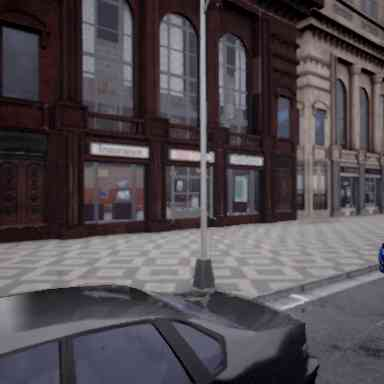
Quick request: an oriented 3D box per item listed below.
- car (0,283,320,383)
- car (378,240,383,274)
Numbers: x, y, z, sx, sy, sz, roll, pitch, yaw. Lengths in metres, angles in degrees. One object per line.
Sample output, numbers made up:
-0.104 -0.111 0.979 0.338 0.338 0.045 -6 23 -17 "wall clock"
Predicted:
-1.258 1.563 2.456 5.357 1.411 2.033 0 0 -37 "car"
7.049 1.243 8.599 5.566 2.045 2.150 0 0 -37 "car"
